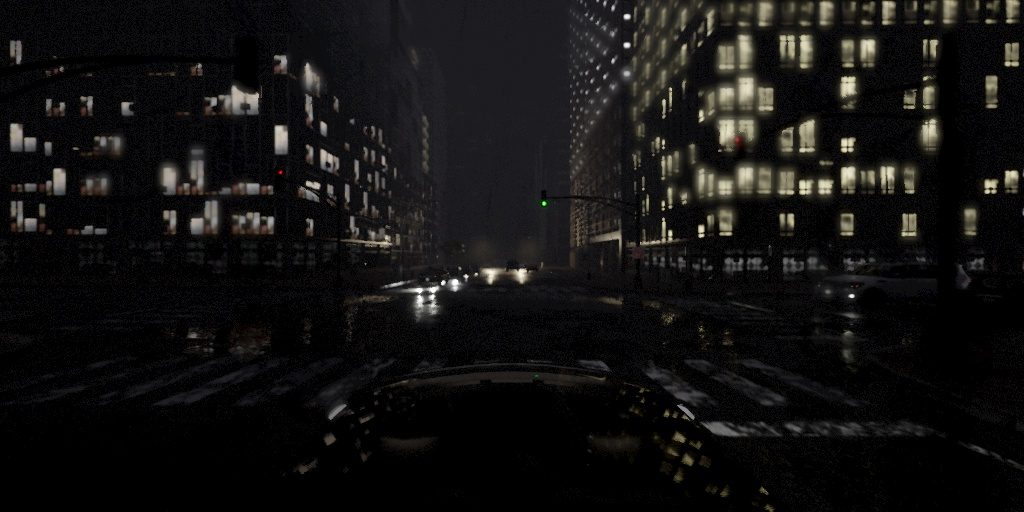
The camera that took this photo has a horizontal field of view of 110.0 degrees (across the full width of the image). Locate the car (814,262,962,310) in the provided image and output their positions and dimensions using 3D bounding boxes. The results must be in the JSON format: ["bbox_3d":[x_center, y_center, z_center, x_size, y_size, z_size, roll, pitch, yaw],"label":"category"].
[{"bbox_3d":[17.015,1.291,16.125,5.566,2.045,2.150,1,0,1],"label":"car"}]

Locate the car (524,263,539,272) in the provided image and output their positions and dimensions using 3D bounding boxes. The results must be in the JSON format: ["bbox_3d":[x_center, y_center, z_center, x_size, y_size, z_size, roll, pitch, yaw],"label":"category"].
[{"bbox_3d":[3.451,2.066,60.863,1.895,1.301,4.718,0,-1,0],"label":"car"}]

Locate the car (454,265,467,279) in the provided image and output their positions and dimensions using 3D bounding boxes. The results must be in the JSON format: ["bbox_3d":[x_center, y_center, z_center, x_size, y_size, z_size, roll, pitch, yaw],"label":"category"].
[{"bbox_3d":[-6.537,1.813,39.539,1.895,1.301,4.718,0,-1,0],"label":"car"}]

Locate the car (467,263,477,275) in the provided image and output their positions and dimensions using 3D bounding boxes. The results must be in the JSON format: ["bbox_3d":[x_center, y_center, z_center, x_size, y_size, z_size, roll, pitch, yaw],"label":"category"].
[{"bbox_3d":[-6.513,1.875,49.309,2.033,1.411,5.357,0,-1,0],"label":"car"}]

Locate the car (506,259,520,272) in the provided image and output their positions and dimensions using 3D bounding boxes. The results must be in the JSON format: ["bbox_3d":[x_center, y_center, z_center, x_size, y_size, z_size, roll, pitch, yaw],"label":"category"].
[{"bbox_3d":[0.103,1.685,60.794,2.150,2.045,5.566,0,-1,0],"label":"car"}]

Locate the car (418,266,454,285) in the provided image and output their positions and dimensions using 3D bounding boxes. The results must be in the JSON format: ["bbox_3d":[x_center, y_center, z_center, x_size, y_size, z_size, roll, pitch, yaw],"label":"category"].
[{"bbox_3d":[-6.555,1.592,30.259,2.128,1.511,4.902,0,-1,0],"label":"car"}]

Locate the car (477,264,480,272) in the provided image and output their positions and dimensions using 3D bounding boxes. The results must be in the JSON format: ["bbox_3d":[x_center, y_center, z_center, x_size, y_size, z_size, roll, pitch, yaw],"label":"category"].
[{"bbox_3d":[-6.459,1.927,59.650,1.882,1.535,5.008,0,-1,1],"label":"car"}]

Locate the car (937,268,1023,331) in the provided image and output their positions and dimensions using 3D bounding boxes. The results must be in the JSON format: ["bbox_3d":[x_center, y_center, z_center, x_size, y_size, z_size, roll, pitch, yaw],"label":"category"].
[{"bbox_3d":[16.206,1.395,10.357,5.009,1.841,2.192,0,0,1],"label":"car"}]
